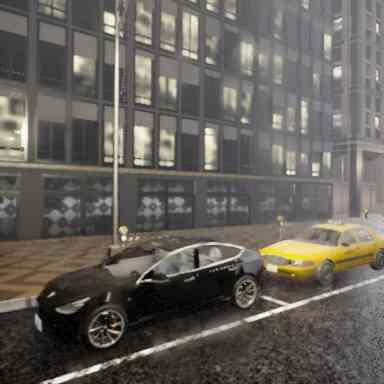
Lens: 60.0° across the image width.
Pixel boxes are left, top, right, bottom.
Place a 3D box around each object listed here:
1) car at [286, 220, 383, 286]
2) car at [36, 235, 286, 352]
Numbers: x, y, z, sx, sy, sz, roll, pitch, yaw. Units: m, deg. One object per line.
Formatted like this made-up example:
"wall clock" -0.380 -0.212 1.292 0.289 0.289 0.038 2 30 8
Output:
"car" 3.878 1.490 9.309 4.829 1.417 1.752 0 1 -35
"car" -0.499 1.553 6.189 4.313 1.339 1.947 0 1 -35
